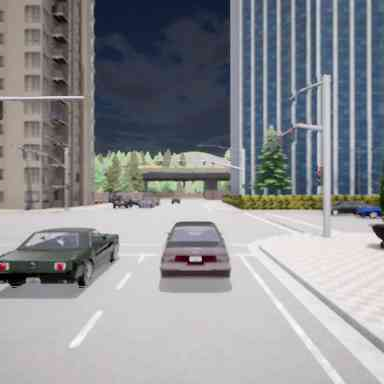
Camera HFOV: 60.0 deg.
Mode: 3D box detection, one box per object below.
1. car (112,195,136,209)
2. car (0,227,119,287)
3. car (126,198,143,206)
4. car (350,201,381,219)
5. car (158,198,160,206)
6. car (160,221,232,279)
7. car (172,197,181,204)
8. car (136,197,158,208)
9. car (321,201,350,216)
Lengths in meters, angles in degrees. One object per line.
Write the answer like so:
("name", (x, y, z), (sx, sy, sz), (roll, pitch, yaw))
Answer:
("car", (-10.566, 1.462, 51.030), (2.150, 2.045, 5.566), (0, 0, 0))
("car", (-3.411, 1.646, 9.406), (1.895, 1.301, 4.718), (0, 0, 0))
("car", (-10.513, 1.836, 61.268), (2.033, 1.411, 5.357), (0, 0, 1))
("car", (17.566, 1.620, 30.234), (5.008, 1.535, 1.882), (0, 0, -1))
("car", (-7.017, 1.638, 60.891), (2.097, 1.767, 4.553), (0, 0, 0))
("car", (0.088, 1.596, 10.165), (2.033, 1.411, 5.357), (0, 0, 0))
("car", (-3.456, 1.842, 72.756), (1.837, 1.490, 4.892), (0, 0, 0))
("car", (-7.061, 1.597, 52.001), (2.097, 1.767, 4.553), (0, 0, 0))
("car", (15.609, 1.663, 33.715), (4.892, 1.490, 1.837), (0, 0, -1))
